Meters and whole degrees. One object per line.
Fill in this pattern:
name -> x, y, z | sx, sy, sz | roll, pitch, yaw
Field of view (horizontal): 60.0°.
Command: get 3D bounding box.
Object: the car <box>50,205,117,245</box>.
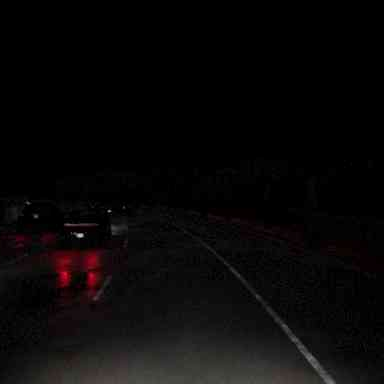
car -> -5.044, 1.600, 16.222 | 2.128, 1.511, 4.902 | 0, 0, -9

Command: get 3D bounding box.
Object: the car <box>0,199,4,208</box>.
car -> -30.052, 1.863, 51.098 | 2.128, 1.511, 4.902 | 0, 0, -32

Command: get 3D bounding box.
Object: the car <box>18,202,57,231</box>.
car -> -9.768, 1.505, 21.875 | 2.097, 1.767, 4.553 | 0, 0, -12

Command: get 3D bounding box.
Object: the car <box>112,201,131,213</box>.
car -> -8.855, 1.830, 41.180 | 1.994, 1.385, 4.181 | 0, 0, -23

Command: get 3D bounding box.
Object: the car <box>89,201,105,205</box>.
car -> -9.827, 1.719, 34.272 | 2.128, 1.511, 4.902 | 0, 0, -20
